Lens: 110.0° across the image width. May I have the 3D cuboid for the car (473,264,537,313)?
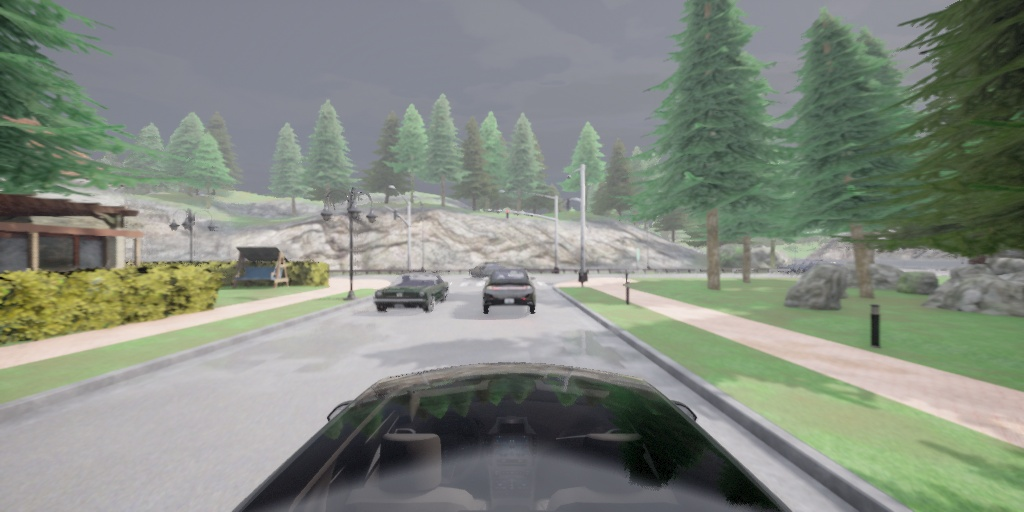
[{"bbox_3d":[-0.107,1.235,13.875,2.128,1.511,4.902,0,0,-1],"label":"car"}]

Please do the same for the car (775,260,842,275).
[{"bbox_3d":[28.094,1.038,33.909,5.357,1.411,2.033,0,0,0],"label":"car"}]

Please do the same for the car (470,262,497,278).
[{"bbox_3d":[-1.985,1.199,29.326,1.994,1.385,4.181,0,0,-23],"label":"car"}]

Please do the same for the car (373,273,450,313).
[{"bbox_3d":[-3.743,1.355,14.090,1.895,1.301,4.718,0,0,-1],"label":"car"}]
